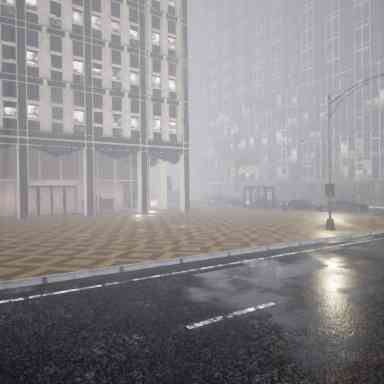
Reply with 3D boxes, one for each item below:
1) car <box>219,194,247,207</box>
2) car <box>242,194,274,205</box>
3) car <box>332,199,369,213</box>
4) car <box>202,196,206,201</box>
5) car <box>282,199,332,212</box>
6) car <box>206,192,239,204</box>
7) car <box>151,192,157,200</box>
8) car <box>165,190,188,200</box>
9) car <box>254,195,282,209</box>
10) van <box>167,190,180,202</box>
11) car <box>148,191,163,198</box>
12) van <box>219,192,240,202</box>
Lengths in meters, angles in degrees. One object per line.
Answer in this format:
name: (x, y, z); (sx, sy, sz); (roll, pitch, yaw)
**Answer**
car: (6.138, 1.319, 45.736); (1.947, 1.339, 4.313); (0, 1, -34)
car: (9.896, 1.147, 50.590); (1.837, 1.490, 4.892); (-1, 1, -34)
car: (16.413, 1.405, 35.308); (1.994, 1.385, 4.181); (-1, 1, -34)
car: (3.528, 1.043, 64.575); (1.802, 1.307, 4.206); (0, 1, -34)
car: (12.467, 1.423, 36.291); (1.947, 1.339, 4.313); (0, 1, -34)
car: (4.851, 1.159, 52.339); (1.837, 1.490, 4.892); (-1, 1, -34)
car: (-9.793, 1.039, 69.266); (2.008, 1.369, 4.403); (0, 1, -34)
car: (-3.384, 0.645, 70.094); (2.150, 2.045, 5.566); (-1, 1, -34)
car: (9.285, 1.388, 41.003); (1.802, 1.307, 4.206); (0, 1, -34)
van: (-3.402, 0.937, 59.863); (1.690, 1.788, 3.998); (0, 1, -34)
car: (-9.254, 0.686, 83.374); (1.967, 1.590, 4.097); (0, 1, -34)
van: (6.723, 0.855, 59.872); (1.690, 1.788, 3.998); (0, 1, -34)
